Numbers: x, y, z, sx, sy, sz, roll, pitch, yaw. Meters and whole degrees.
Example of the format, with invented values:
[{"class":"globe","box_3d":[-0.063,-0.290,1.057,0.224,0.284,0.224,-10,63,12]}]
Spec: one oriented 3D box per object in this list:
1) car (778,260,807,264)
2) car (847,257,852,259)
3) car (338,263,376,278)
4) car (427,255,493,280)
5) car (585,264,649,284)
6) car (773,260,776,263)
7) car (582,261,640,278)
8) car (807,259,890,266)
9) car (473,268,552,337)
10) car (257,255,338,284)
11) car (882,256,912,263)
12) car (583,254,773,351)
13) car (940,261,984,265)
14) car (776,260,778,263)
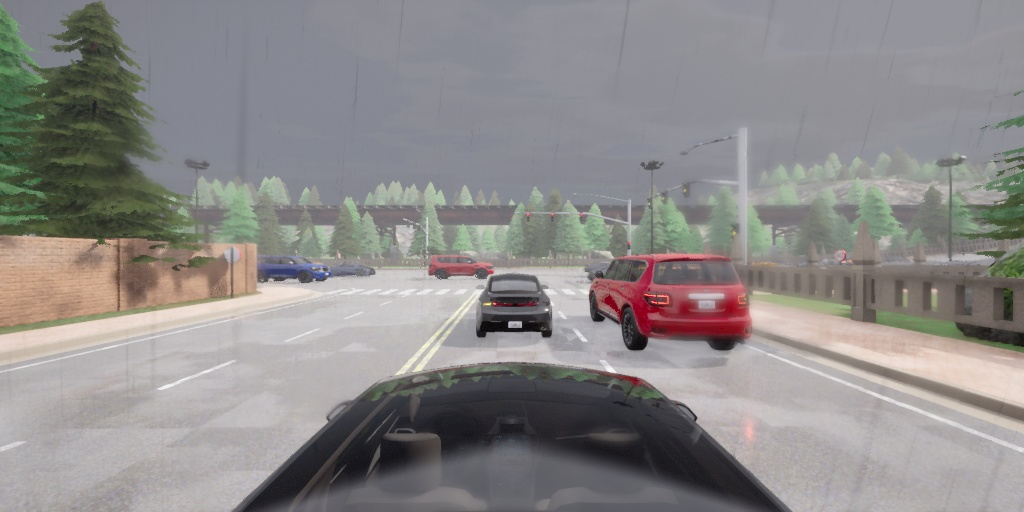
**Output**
[{"class":"car","box_3d":[34.189,1.287,41.059,5.357,1.411,2.033,0,0,0]},{"class":"car","box_3d":[39.230,1.183,44.584,4.674,1.442,1.812,-1,0,0]},{"class":"car","box_3d":[-15.116,1.314,33.758,4.181,1.385,1.994,0,0,0]},{"class":"car","box_3d":[-4.286,0.971,30.273,5.566,2.045,2.150,0,0,0]},{"class":"car","box_3d":[7.734,1.314,26.792,4.181,1.385,1.994,0,0,0]},{"class":"car","box_3d":[29.247,1.242,44.535,4.902,1.511,2.128,0,0,0]},{"class":"car","box_3d":[9.210,1.241,33.794,4.902,1.511,2.128,0,0,0]},{"class":"car","box_3d":[28.346,1.256,30.331,4.892,1.490,1.837,0,0,0]},{"class":"car","box_3d":[0.023,1.255,10.260,1.837,1.490,4.892,0,0,-1]},{"class":"car","box_3d":[-16.382,0.971,26.516,5.566,2.045,2.150,0,0,3]},{"class":"car","box_3d":[42.821,0.891,41.097,4.553,1.767,2.097,-2,0,0]},{"class":"car","box_3d":[3.519,0.971,9.158,2.150,2.045,5.566,0,0,0]},{"class":"car","box_3d":[42.698,1.114,33.920,4.181,1.385,1.994,-2,0,0]},{"class":"car","box_3d":[34.766,1.240,48.059,4.892,1.490,1.837,0,0,0]}]
